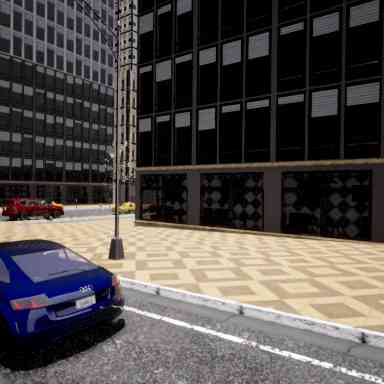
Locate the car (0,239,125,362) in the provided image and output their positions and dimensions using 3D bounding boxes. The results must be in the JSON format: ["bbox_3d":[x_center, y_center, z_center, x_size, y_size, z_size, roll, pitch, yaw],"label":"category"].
[{"bbox_3d":[-3.195,1.561,5.944,4.181,1.385,1.994,0,0,34],"label":"car"}]

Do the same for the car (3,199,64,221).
[{"bbox_3d":[-13.798,1.520,29.153,2.192,1.841,5.009,1,0,36],"label":"car"}]

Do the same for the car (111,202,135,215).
[{"bbox_3d":[-7.036,1.830,38.390,1.752,1.417,4.829,1,0,36],"label":"car"}]

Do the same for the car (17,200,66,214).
[{"bbox_3d":[-17.332,1.643,38.515,1.752,1.417,4.829,1,0,36],"label":"car"}]
